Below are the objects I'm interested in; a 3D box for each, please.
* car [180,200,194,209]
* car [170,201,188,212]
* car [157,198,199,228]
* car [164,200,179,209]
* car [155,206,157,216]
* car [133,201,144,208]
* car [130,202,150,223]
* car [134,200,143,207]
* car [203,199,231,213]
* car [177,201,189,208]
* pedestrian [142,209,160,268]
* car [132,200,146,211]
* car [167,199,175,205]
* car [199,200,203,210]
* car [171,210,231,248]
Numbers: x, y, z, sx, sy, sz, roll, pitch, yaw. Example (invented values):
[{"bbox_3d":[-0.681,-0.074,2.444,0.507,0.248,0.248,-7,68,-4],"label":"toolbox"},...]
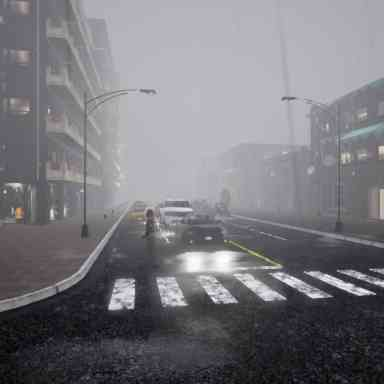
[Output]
[{"bbox_3d":[-0.927,2.236,58.870,1.752,1.417,4.829,-1,-1,-9],"label":"car"},{"bbox_3d":[-2.022,2.089,49.695,2.128,1.511,4.902,0,-1,-9],"label":"car"},{"bbox_3d":[-1.187,1.518,25.072,2.150,2.045,5.566,0,-1,-9],"label":"car"},{"bbox_3d":[-3.709,2.213,59.852,2.128,1.511,4.902,0,-1,-9],"label":"car"},{"bbox_3d":[-2.878,1.899,35.373,1.882,1.535,5.008,0,-1,-9],"label":"car"},{"bbox_3d":[-10.098,2.324,62.961,1.947,1.339,4.313,-1,-1,-9],"label":"car"},{"bbox_3d":[-4.579,1.870,29.177,1.752,1.417,4.829,-1,-1,-9],"label":"car"},{"bbox_3d":[-11.026,2.372,68.562,1.887,1.381,4.507,-1,-1,-9],"label":"car"},{"bbox_3d":[2.831,1.875,36.305,1.967,1.590,4.097,-1,-1,-9],"label":"car"},{"bbox_3d":[-1.826,2.360,64.302,1.802,1.307,4.206,-1,-1,-9],"label":"car"},{"bbox_3d":[-1.263,1.412,10.284,0.375,1.860,0.375,-1,0,-9],"label":"pedestrian"},{"bbox_3d":[-8.250,2.060,51.760,1.967,1.590,4.097,-1,-1,-9],"label":"car"},{"bbox_3d":[-5.564,2.583,86.873,1.752,1.417,4.829,-1,-1,-9],"label":"car"},{"bbox_3d":[1.884,2.085,41.899,1.802,1.307,4.206,-1,-1,-9],"label":"car"},{"bbox_3d":[0.368,1.748,15.676,1.994,1.385,4.181,0,-1,-9],"label":"car"}]
